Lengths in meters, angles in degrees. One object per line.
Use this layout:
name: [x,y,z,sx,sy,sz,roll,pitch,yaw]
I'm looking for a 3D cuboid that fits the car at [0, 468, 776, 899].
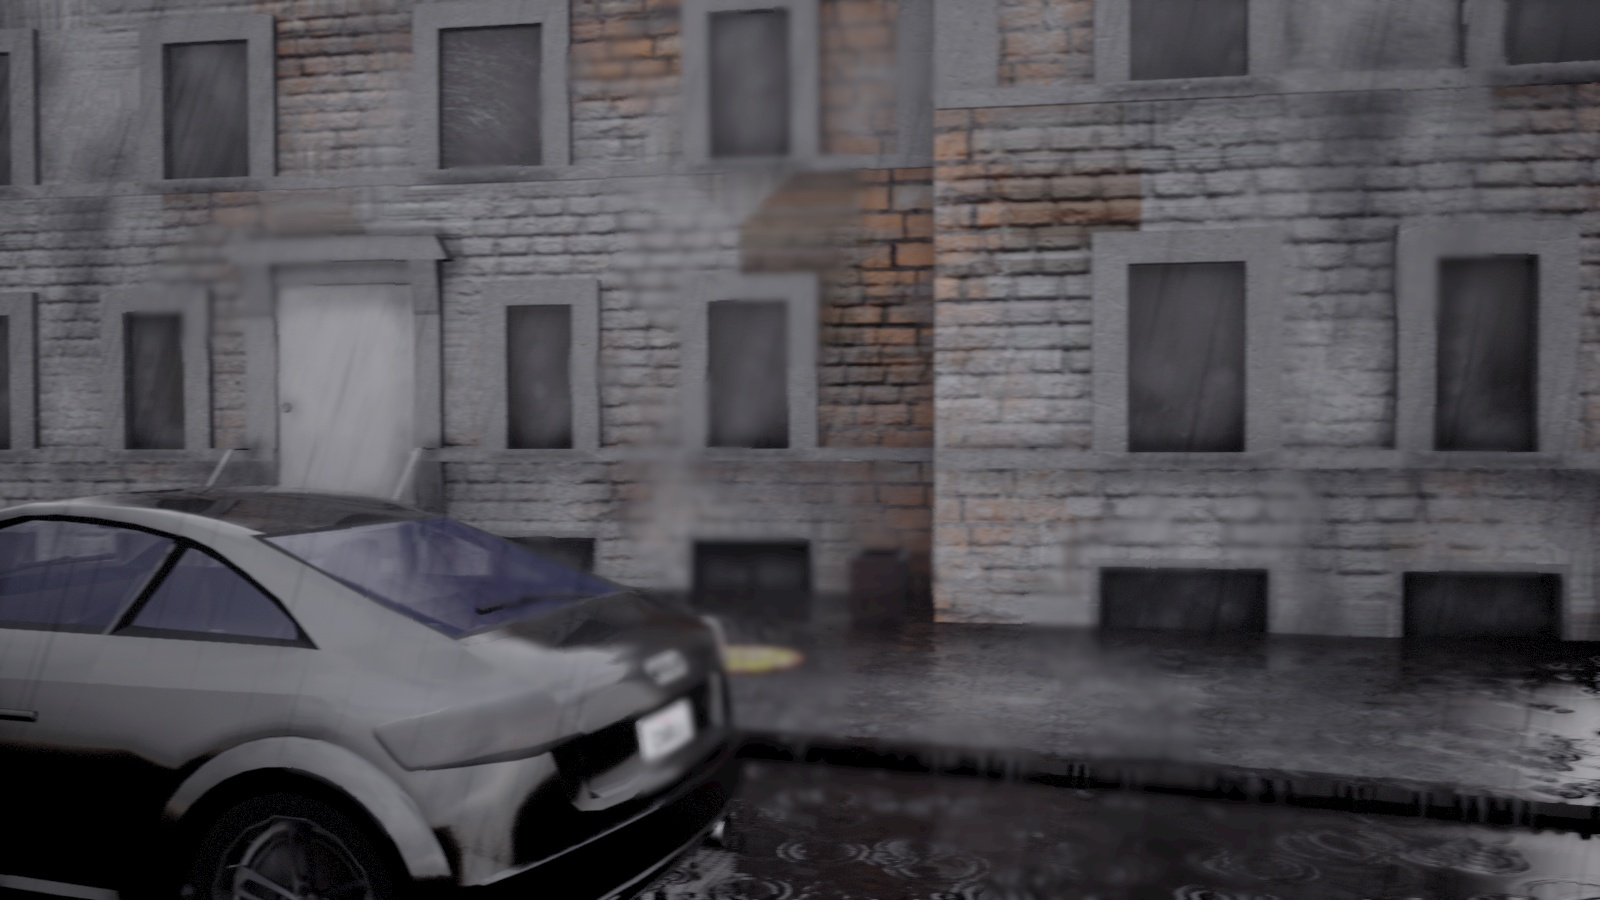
car: [-2.395,0.809,4.527,4.181,1.385,1.994,1,1,19]
